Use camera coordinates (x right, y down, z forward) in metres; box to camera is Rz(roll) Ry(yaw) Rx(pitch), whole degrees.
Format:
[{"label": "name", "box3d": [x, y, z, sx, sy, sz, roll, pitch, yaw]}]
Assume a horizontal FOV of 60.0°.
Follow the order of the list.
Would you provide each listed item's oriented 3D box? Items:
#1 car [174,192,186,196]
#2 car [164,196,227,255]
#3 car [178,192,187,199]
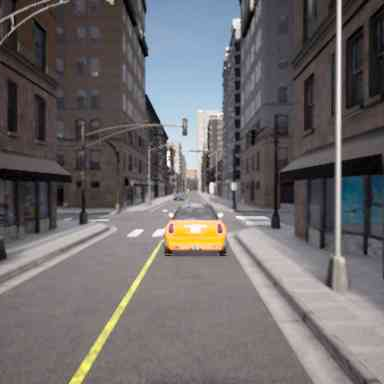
[{"label": "car", "box3d": [-2.347, 0.937, 59.770, 2.033, 1.411, 5.357, 0, 1, 1]}, {"label": "car", "box3d": [0.148, 1.212, 12.719, 2.097, 1.767, 4.553, 0, 1, 1]}, {"label": "car", "box3d": [-2.192, 0.737, 75.381, 1.837, 1.490, 4.892, 0, 0, 0]}]
